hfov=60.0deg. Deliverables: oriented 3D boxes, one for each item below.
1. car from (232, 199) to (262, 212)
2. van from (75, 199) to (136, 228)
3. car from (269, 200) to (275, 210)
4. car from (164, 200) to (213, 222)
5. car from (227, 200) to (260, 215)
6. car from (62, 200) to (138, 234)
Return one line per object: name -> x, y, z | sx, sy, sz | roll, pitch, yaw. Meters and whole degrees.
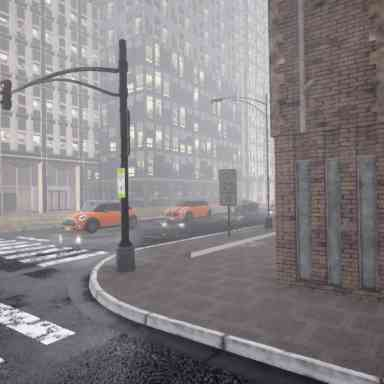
car -> 6.895, 1.689, 41.407 | 1.752, 1.417, 4.829 | -2, -1, 36
van -> -5.990, 1.460, 23.534 | 1.690, 1.788, 3.998 | -2, -1, 36
car -> 11.725, 1.473, 43.609 | 2.097, 1.767, 4.553 | -1, -1, 36
car -> -0.227, 1.433, 27.095 | 2.097, 1.767, 4.553 | -1, -1, 36
car -> 5.440, 1.592, 34.944 | 2.128, 1.511, 4.902 | -1, -1, 36
car -> -5.426, 1.416, 19.935 | 2.097, 1.767, 4.553 | -1, -1, 37
